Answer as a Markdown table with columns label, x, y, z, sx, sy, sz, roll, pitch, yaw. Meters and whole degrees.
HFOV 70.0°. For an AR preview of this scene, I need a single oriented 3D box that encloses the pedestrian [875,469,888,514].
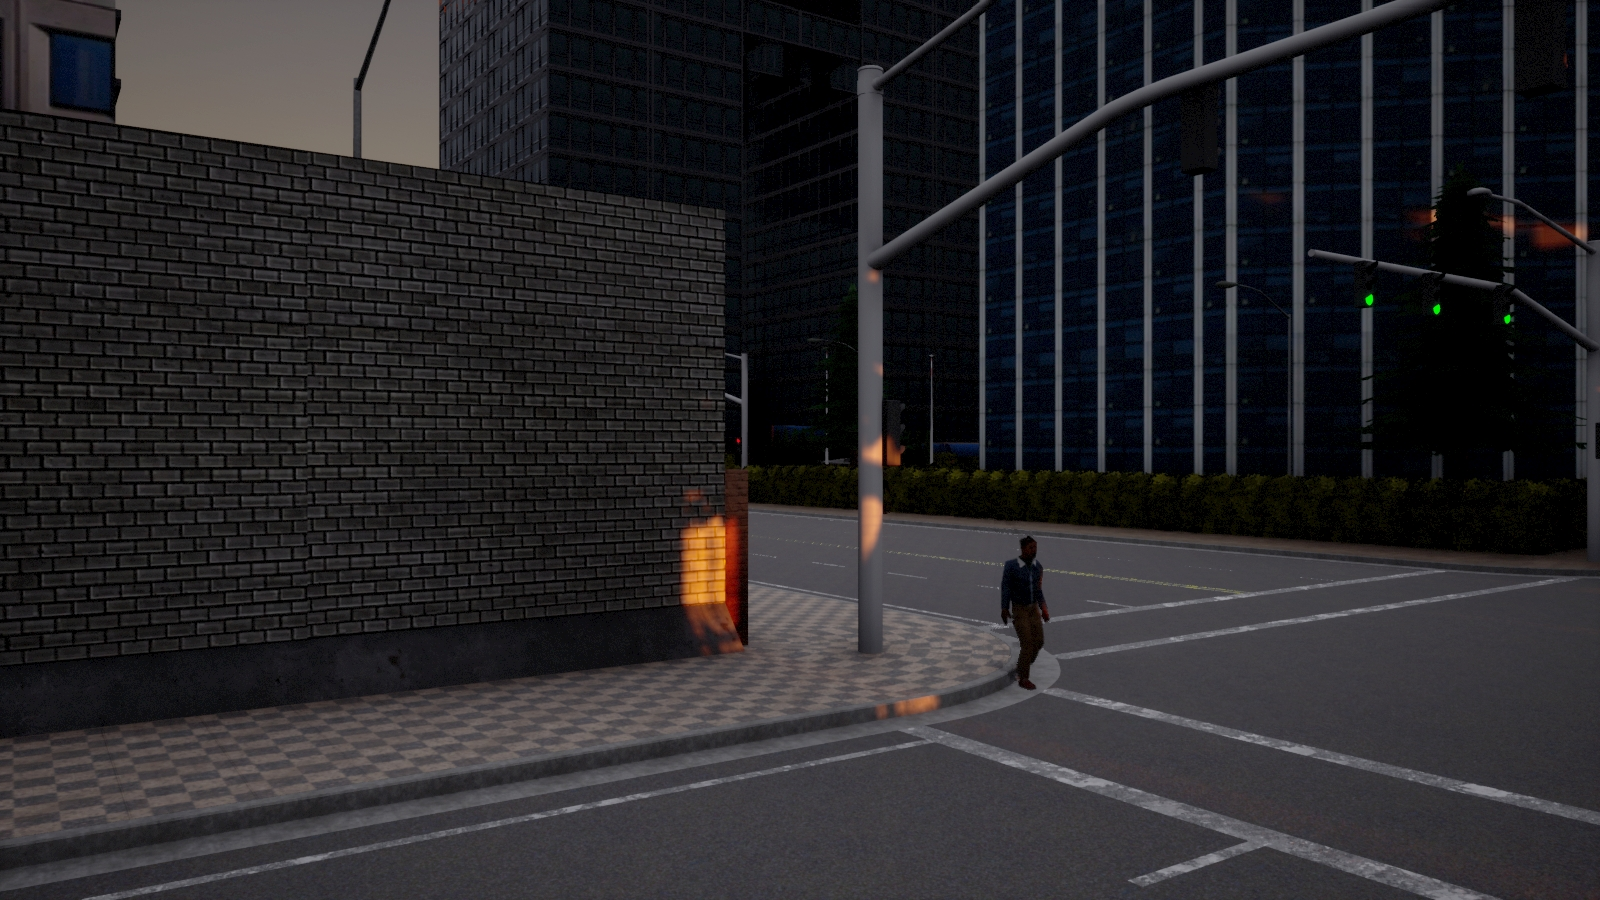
| label | x | y | z | sx | sy | sz | roll | pitch | yaw |
| --- | --- | --- | --- | --- | --- | --- | --- | --- | --- |
| pedestrian | 3.339 | 1.698 | 46.920 | 0.375 | 1.860 | 0.375 | 0 | 0 | -32 |

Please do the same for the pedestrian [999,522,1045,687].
| label | x | y | z | sx | sy | sz | roll | pitch | yaw |
| --- | --- | --- | --- | --- | --- | --- | --- | --- | --- |
| pedestrian | 2.604 | 1.794 | 13.406 | 0.375 | 1.860 | 0.375 | 0 | 0 | -25 |
